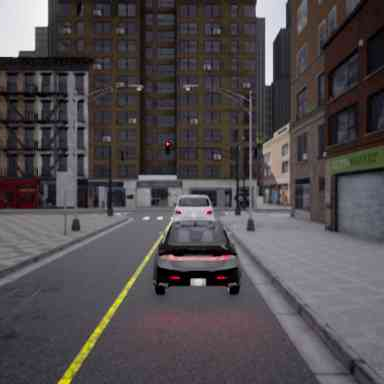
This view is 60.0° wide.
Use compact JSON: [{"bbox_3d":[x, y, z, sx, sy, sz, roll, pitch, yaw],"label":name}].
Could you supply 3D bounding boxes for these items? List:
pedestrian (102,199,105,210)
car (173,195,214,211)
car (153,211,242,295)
[{"bbox_3d":[-10.164,1.413,38.182,0.375,1.300,0.375,0,0,-1],"label":"pedestrian"},{"bbox_3d":[0.097,1.172,19.112,2.150,2.045,5.566,0,0,0],"label":"car"},{"bbox_3d":[0.100,1.471,8.658,2.128,1.511,4.902,0,0,0],"label":"car"}]
